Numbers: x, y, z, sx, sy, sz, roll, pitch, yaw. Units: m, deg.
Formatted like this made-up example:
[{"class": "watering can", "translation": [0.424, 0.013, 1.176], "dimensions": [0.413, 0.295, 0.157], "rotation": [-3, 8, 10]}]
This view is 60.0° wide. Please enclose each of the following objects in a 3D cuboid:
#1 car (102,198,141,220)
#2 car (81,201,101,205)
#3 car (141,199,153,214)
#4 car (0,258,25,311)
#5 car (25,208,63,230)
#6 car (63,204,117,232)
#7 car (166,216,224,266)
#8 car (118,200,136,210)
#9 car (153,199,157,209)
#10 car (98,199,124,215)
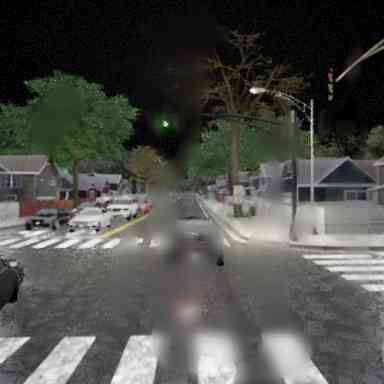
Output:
[{"class": "car", "translation": [-6.592, 1.560, 31.789], "dimensions": [2.150, 2.045, 5.566], "rotation": [0, 0, 0]}, {"class": "car", "translation": [-9.841, 1.691, 31.893], "dimensions": [2.097, 1.767, 4.553], "rotation": [0, 0, 0]}, {"class": "car", "translation": [-6.573, 1.726, 41.676], "dimensions": [2.097, 1.767, 4.553], "rotation": [0, 0, 0]}, {"class": "car", "translation": [-4.204, 1.637, 5.444], "dimensions": [2.033, 1.411, 5.357], "rotation": [0, -1, -17]}, {"class": "car", "translation": [-9.850, 1.819, 23.202], "dimensions": [1.994, 1.385, 4.181], "rotation": [0, -1, 0]}, {"class": "car", "translation": [-6.592, 1.769, 22.105], "dimensions": [1.812, 1.442, 4.674], "rotation": [0, -1, 0]}, {"class": "car", "translation": [0.086, 1.655, 12.253], "dimensions": [1.837, 1.490, 4.892], "rotation": [0, 0, 0]}, {"class": "car", "translation": [-9.754, 1.915, 50.266], "dimensions": [1.994, 1.385, 4.181], "rotation": [0, 0, 0]}, {"class": "car", "translation": [-6.504, 1.851, 51.895], "dimensions": [1.837, 1.490, 4.892], "rotation": [0, 0, 0]}, {"class": "car", "translation": [-9.828, 1.725, 40.595], "dimensions": [2.097, 1.767, 4.553], "rotation": [0, 0, 0]}]
